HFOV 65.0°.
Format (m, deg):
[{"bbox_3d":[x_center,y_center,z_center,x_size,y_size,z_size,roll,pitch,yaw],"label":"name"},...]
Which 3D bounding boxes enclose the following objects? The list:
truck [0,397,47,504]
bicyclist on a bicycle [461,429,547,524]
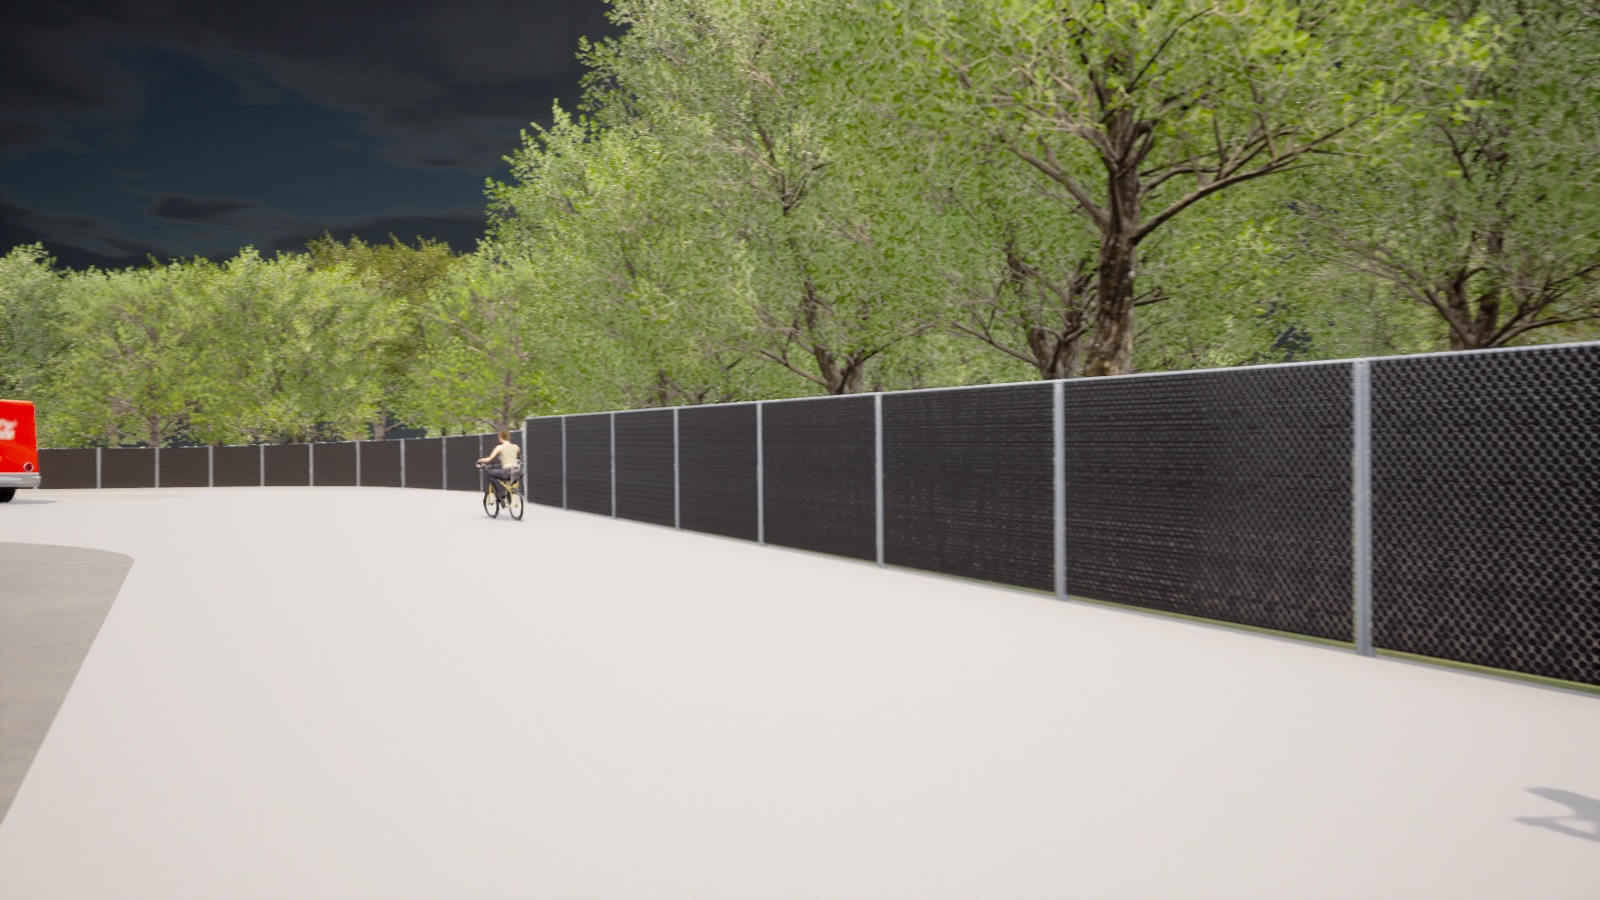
[{"bbox_3d":[-20.789,-0.004,29.745,5.204,2.467,2.627,0,-1,26],"label":"truck"},{"bbox_3d":[-5.288,0.448,22.402,0.866,1.612,1.509,-2,1,-40],"label":"bicyclist on a bicycle"}]
